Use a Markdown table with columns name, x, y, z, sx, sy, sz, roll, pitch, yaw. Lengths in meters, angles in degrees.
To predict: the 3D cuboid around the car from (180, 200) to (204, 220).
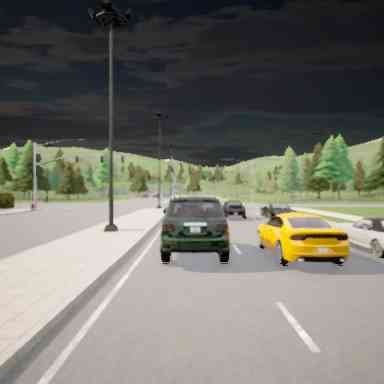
| name | x | y | z | sx | sy | sz | roll | pitch | yaw |
| --- | --- | --- | --- | --- | --- | --- | --- | --- | --- |
| car | -0.003 | 1.476 | 28.585 | 1.837 | 1.490 | 4.892 | 0 | 0 | 0 |

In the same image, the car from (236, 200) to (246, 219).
| name | x | y | z | sx | sy | sz | roll | pitch | yaw |
| --- | --- | --- | --- | --- | --- | --- | --- | --- | --- |
| car | 3.495 | 1.476 | 28.935 | 1.837 | 1.490 | 4.892 | 0 | 0 | 0 |

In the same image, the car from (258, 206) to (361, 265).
| name | x | y | z | sx | sy | sz | roll | pitch | yaw |
| --- | --- | --- | --- | --- | --- | --- | --- | --- | --- |
| car | 3.590 | 1.466 | 11.593 | 1.882 | 1.535 | 5.008 | 0 | 0 | 0 |

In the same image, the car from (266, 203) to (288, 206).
| name | x | y | z | sx | sy | sz | roll | pitch | yaw |
| --- | --- | --- | --- | --- | --- | --- | --- | --- | --- |
| car | 7.003 | 1.573 | 27.686 | 1.895 | 1.301 | 4.718 | 0 | 0 | 0 |

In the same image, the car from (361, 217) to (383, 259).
| name | x | y | z | sx | sy | sz | roll | pitch | yaw |
| --- | --- | --- | --- | --- | --- | --- | --- | --- | --- |
| car | 7.088 | 1.589 | 12.517 | 1.895 | 1.301 | 4.718 | 0 | 0 | 0 |

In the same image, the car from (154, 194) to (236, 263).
| name | x | y | z | sx | sy | sz | roll | pitch | yaw |
| --- | --- | --- | --- | --- | --- | --- | --- | --- | --- |
| car | 0.086 | 1.203 | 12.098 | 2.150 | 2.045 | 5.566 | 0 | -1 | 0 |
